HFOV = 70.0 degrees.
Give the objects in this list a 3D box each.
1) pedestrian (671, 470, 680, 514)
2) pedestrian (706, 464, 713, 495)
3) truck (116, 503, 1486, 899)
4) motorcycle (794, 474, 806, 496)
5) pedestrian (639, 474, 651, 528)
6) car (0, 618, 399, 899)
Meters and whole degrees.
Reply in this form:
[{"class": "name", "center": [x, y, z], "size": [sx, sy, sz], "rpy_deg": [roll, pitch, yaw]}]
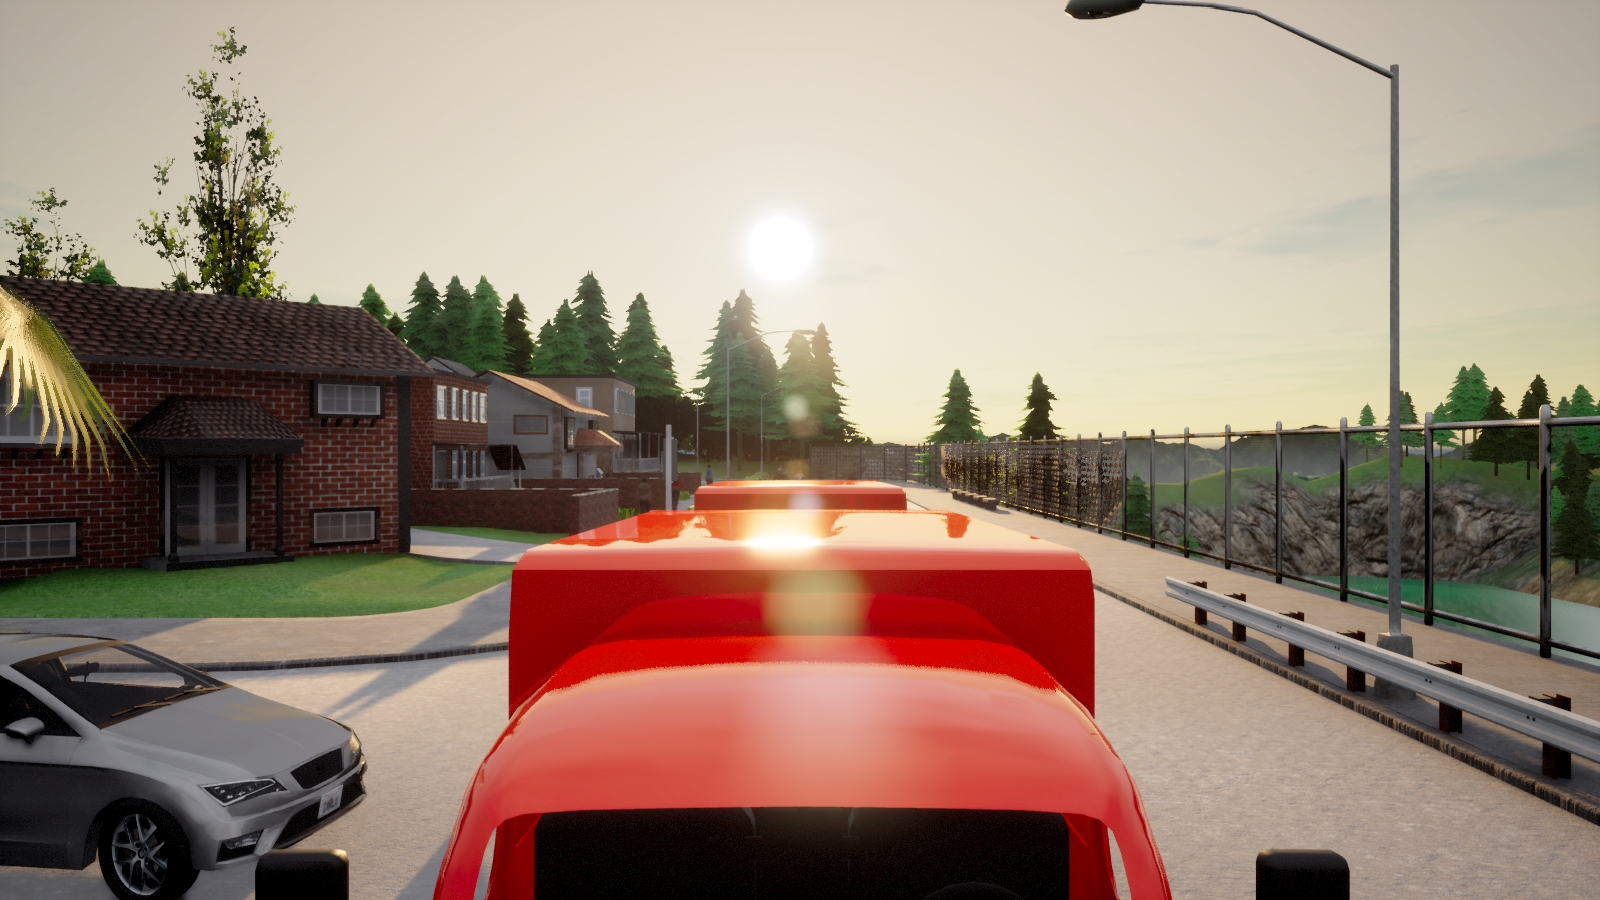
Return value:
[{"class": "pedestrian", "center": [-5.294, 1.765, 48.617], "size": [0.375, 1.860, 0.375], "rpy_deg": [0, 0, 0]}, {"class": "pedestrian", "center": [-5.430, 1.773, 68.469], "size": [0.375, 1.860, 0.375], "rpy_deg": [0, 0, -9]}, {"class": "truck", "center": [0.003, 1.571, 4.792], "size": [2.627, 2.467, 5.204], "rpy_deg": [0, 0, 0]}, {"class": "motorcycle", "center": [-0.003, 2.183, 71.571], "size": [0.764, 1.307, 2.356], "rpy_deg": [0, 0, 0]}, {"class": "pedestrian", "center": [-5.344, 1.761, 39.432], "size": [0.375, 1.860, 0.375], "rpy_deg": [0, 0, 1]}, {"class": "car", "center": [-5.218, 2.069, 7.982], "size": [4.193, 1.474, 1.816], "rpy_deg": [0, 0, 8]}]
